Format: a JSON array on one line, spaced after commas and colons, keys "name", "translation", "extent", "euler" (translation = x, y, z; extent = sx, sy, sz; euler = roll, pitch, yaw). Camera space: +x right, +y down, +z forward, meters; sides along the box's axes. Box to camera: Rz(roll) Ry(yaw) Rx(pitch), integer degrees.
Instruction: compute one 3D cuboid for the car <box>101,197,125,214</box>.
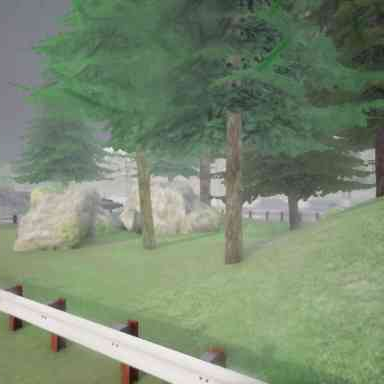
[{"name": "car", "translation": [-8.426, 1.230, 31.084], "extent": [1.837, 1.490, 4.892], "euler": [0, -1, 35]}]
